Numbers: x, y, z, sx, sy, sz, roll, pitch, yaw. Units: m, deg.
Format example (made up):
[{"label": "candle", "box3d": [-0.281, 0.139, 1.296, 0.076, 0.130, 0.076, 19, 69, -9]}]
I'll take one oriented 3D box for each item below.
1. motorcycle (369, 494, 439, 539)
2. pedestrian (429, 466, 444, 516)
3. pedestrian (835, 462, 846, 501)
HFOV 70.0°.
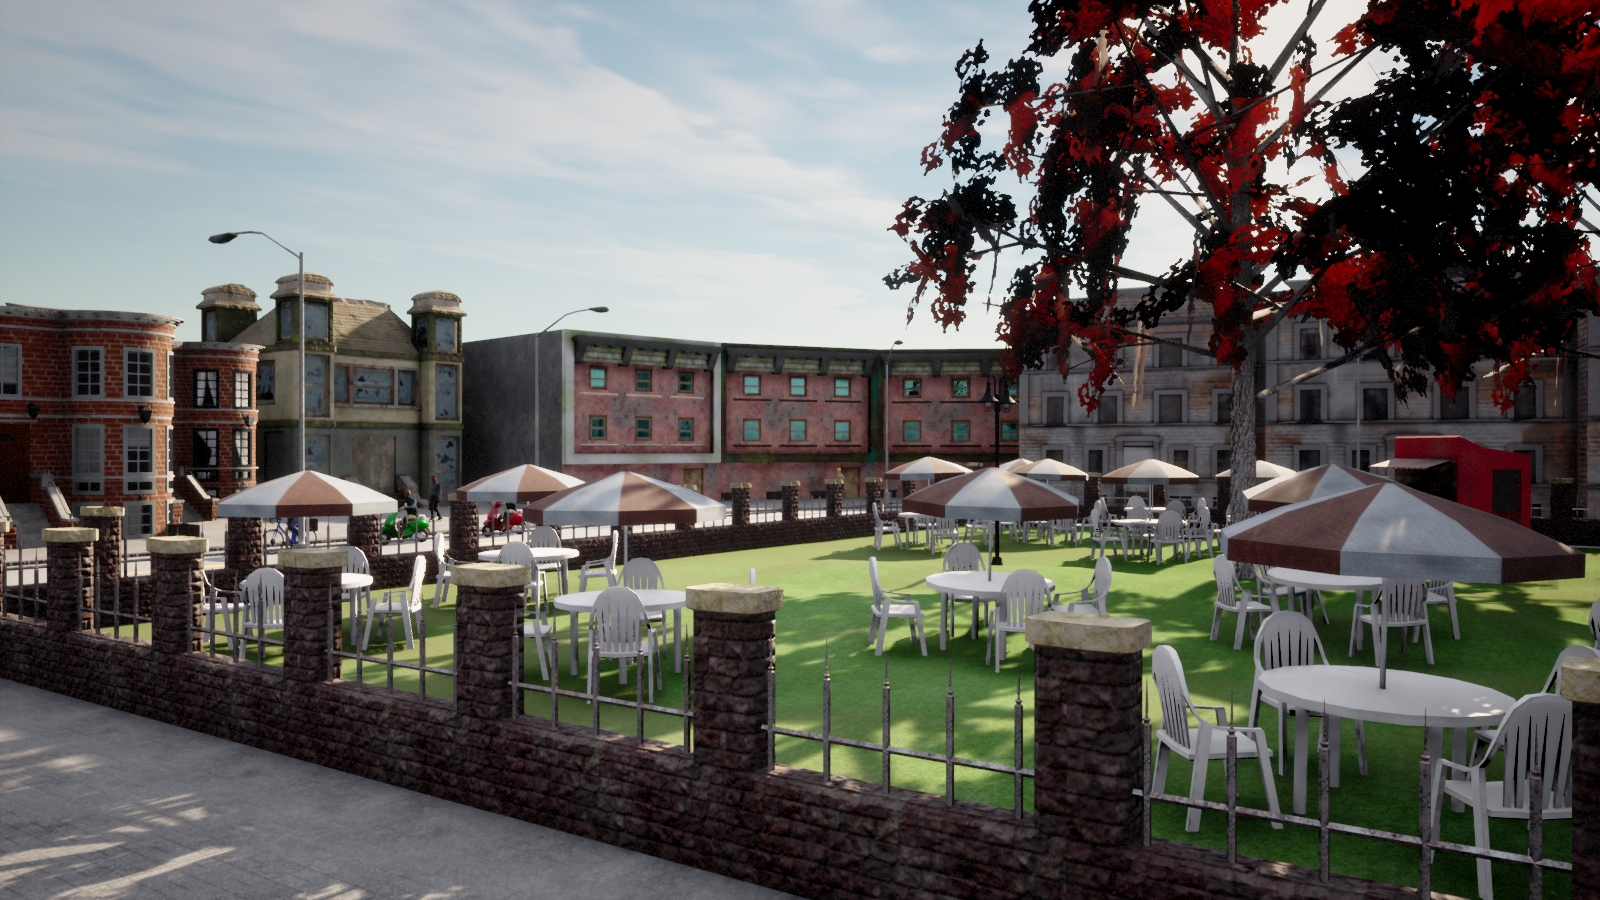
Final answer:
[{"label": "motorcycle", "box3d": [-11.759, 1.950, 33.969, 0.856, 1.236, 1.805, 0, 0, 35]}, {"label": "pedestrian", "box3d": [-13.568, 1.514, 42.637, 0.375, 1.860, 0.375, 0, 0, 29]}, {"label": "pedestrian", "box3d": [1.960, 1.514, 54.737, 0.375, 1.860, 0.375, 0, 0, -37]}]
